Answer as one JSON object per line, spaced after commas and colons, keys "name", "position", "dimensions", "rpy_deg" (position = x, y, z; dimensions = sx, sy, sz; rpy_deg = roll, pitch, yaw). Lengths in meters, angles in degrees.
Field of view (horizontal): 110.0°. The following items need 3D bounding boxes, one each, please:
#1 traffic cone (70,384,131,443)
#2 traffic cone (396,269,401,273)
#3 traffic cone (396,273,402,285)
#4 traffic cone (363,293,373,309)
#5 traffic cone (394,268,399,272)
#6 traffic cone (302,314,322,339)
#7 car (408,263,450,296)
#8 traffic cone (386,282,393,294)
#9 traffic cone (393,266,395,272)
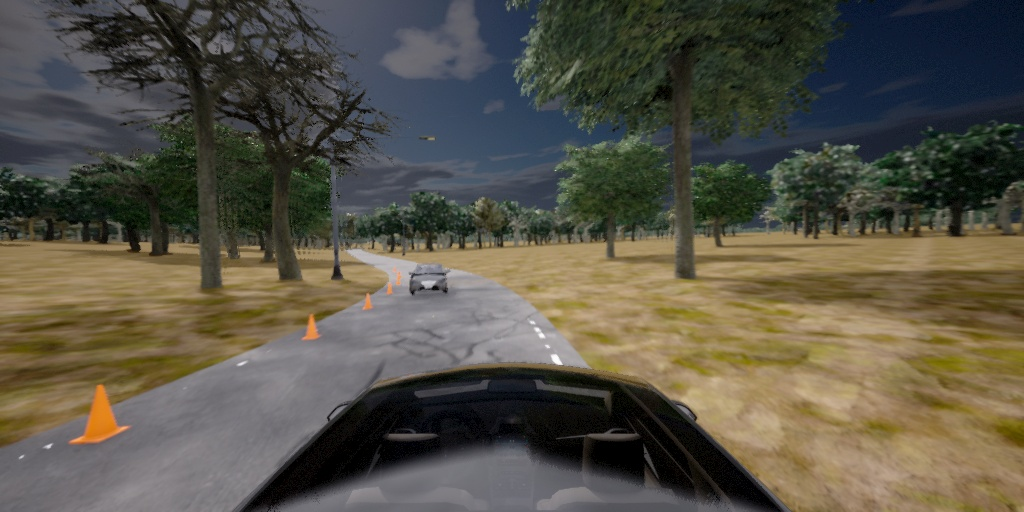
{"name": "traffic cone", "position": [-4.793, 1.798, 4.187], "dimensions": [0.340, 0.580, 0.340], "rpy_deg": [0, 0, -1]}
{"name": "traffic cone", "position": [-8.713, 1.510, 28.024], "dimensions": [0.340, 0.580, 0.340], "rpy_deg": [0, 0, -17]}
{"name": "traffic cone", "position": [-7.391, 1.588, 23.362], "dimensions": [0.340, 0.580, 0.340], "rpy_deg": [0, 0, -14]}
{"name": "traffic cone", "position": [-5.548, 1.715, 13.849], "dimensions": [0.340, 0.580, 0.340], "rpy_deg": [0, 0, -8]}
{"name": "traffic cone", "position": [-10.298, 1.423, 32.604], "dimensions": [0.340, 0.580, 0.340], "rpy_deg": [0, 0, -21]}
{"name": "traffic cone", "position": [-5.033, 1.762, 9.029], "dimensions": [0.340, 0.580, 0.340], "rpy_deg": [0, 0, -4]}
{"name": "car", "position": [-4.370, 1.131, 19.075], "dimensions": [2.128, 1.511, 4.902], "rpy_deg": [-2, 1, -12]}
{"name": "traffic cone", "position": [-6.335, 1.657, 18.632], "dimensions": [0.340, 0.580, 0.340], "rpy_deg": [0, 0, -11]}
{"name": "traffic cone", "position": [-12.138, 1.326, 37.086], "dimensions": [0.340, 0.580, 0.340], "rpy_deg": [0, 0, -24]}
